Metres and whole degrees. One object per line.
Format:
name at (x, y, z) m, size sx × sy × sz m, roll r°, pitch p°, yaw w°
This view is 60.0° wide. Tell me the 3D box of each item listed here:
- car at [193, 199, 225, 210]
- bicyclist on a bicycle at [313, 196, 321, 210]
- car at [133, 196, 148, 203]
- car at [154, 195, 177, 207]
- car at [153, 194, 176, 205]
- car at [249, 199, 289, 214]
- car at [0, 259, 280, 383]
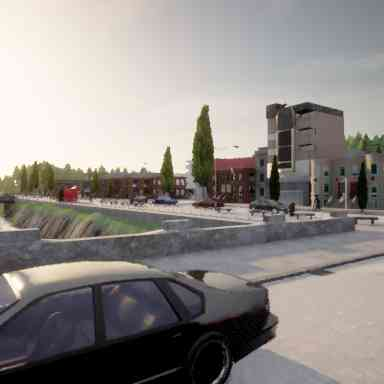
car at (2.195, 1.601, 43.110) m, size 1.895 × 1.301 × 4.718 m, roll 0°, pitch 0°, yaw -35°
bicyclist on a bicycle at (14.937, 1.349, 39.677) m, size 1.656 × 1.620 × 0.582 m, roll 0°, pitch 0°, yaw -35°
car at (-10.758, 1.526, 68.554) m, size 1.812 × 1.442 × 4.674 m, roll 0°, pitch 0°, yaw -36°
car at (-4.142, 1.477, 52.073) m, size 1.882 × 1.535 × 5.008 m, roll 0°, pitch 0°, yaw -35°
car at (-5.033, 1.352, 60.513) m, size 2.097 × 1.767 × 4.553 m, roll 0°, pitch 0°, yaw -36°
car at (8.106, 1.505, 34.793) m, size 1.837 × 1.490 × 4.892 m, roll 0°, pitch 0°, yaw -35°
car at (-1.389, 1.547, 3.616) m, size 5.357 × 1.411 × 2.033 m, roll 0°, pitch 0°, yaw -35°
